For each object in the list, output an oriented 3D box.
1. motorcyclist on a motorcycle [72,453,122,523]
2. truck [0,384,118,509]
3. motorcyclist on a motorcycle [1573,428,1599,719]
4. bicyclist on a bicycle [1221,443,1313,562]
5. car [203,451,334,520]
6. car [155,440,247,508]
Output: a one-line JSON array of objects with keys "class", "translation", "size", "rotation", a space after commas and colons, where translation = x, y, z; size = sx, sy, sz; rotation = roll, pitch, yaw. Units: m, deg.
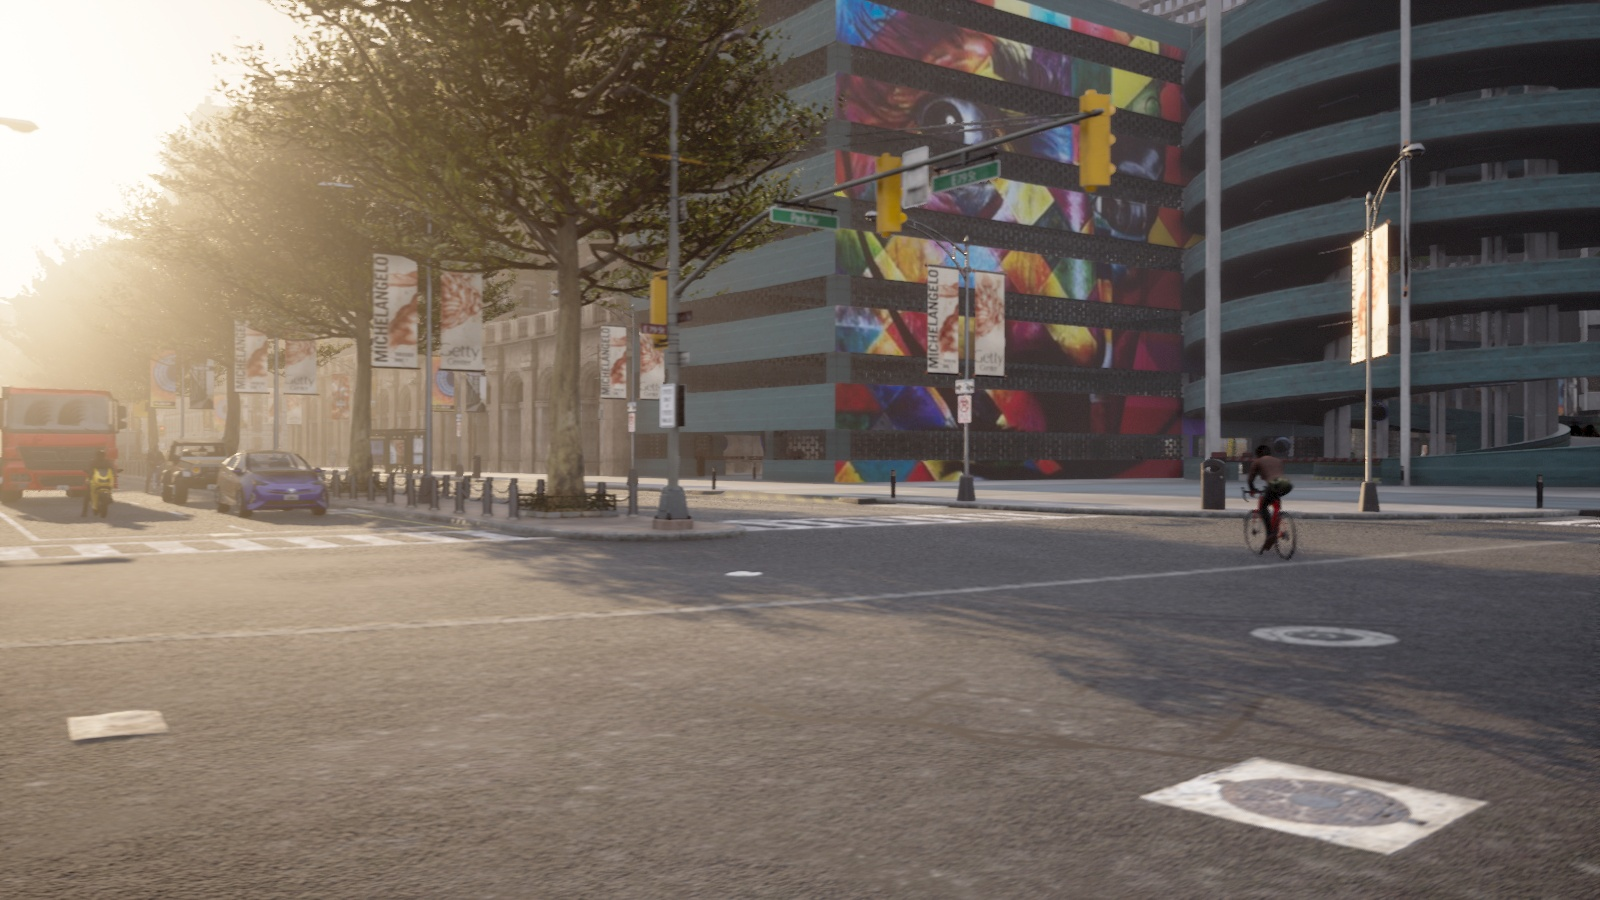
[{"class": "motorcyclist on a motorcycle", "translation": [-15.941, 0.830, 28.453], "size": [0.797, 1.523, 2.044], "rotation": [0, 0, -35]}, {"class": "truck", "translation": [-23.307, -0.092, 38.946], "size": [2.891, 3.462, 7.936], "rotation": [0, 0, -35]}, {"class": "motorcyclist on a motorcycle", "translation": [5.630, 0.702, 7.578], "size": [2.350, 1.649, 0.766], "rotation": [0, 0, -35]}, {"class": "bicyclist on a bicycle", "translation": [6.711, 0.727, 18.127], "size": [0.582, 1.620, 1.656], "rotation": [-1, 0, -4]}, {"class": "car", "translation": [-12.874, 0.793, 30.260], "size": [2.007, 1.525, 4.514], "rotation": [0, 0, -35]}, {"class": "car", "translation": [-17.749, 0.669, 37.129], "size": [1.905, 1.878, 3.866], "rotation": [0, 0, -34]}]
